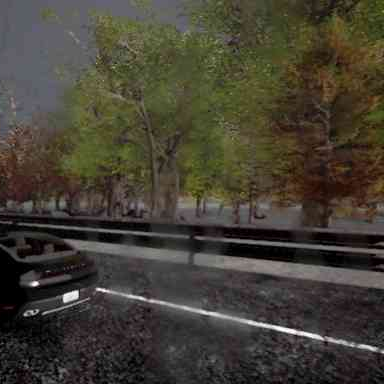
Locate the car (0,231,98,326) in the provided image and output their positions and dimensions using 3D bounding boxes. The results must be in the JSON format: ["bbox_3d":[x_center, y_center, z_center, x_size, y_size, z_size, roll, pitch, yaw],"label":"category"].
[{"bbox_3d":[-4.120,1.603,7.091,4.892,1.490,1.837,-1,-1,33],"label":"car"}]
